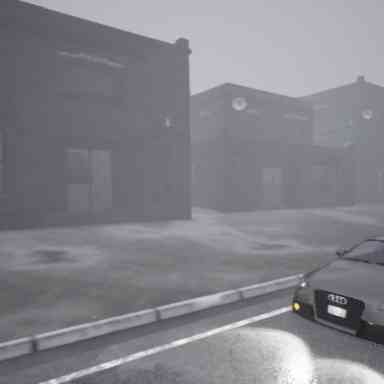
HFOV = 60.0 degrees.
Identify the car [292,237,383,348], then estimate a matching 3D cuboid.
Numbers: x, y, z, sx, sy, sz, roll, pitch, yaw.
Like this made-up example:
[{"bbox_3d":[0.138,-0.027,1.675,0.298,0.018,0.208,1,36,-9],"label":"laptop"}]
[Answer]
[{"bbox_3d":[3.746,1.563,6.028,4.181,1.385,1.994,0,0,-35],"label":"car"}]
